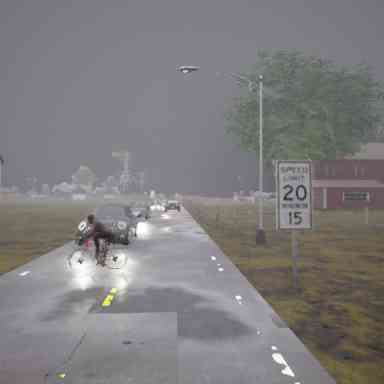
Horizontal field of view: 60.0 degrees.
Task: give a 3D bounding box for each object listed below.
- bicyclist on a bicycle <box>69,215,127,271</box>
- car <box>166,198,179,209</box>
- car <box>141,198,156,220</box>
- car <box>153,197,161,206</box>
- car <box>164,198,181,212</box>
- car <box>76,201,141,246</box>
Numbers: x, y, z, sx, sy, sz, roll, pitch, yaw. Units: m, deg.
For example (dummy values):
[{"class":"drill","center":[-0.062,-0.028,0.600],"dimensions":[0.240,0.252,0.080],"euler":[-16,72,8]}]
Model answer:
[{"class":"bicyclist on a bicycle","center":[-2.697,1.466,9.490],"dimensions":[1.656,1.620,0.582],"euler":[-2,0,-4]},{"class":"car","center":[-3.008,1.685,50.452],"dimensions":[1.812,1.442,4.674],"euler":[0,0,-4]},{"class":"car","center":[-4.557,1.547,28.626],"dimensions":[2.128,1.511,4.902],"euler":[0,0,-3]},{"class":"car","center":[-6.573,1.738,60.769],"dimensions":[2.128,1.511,4.902],"euler":[0,-1,-3]},{"class":"car","center":[-2.358,1.624,40.268],"dimensions":[1.812,1.442,4.674],"euler":[0,0,-3]},{"class":"car","center":[-3.743,1.374,15.306],"dimensions":[2.097,1.767,4.553],"euler":[0,0,-4]}]
